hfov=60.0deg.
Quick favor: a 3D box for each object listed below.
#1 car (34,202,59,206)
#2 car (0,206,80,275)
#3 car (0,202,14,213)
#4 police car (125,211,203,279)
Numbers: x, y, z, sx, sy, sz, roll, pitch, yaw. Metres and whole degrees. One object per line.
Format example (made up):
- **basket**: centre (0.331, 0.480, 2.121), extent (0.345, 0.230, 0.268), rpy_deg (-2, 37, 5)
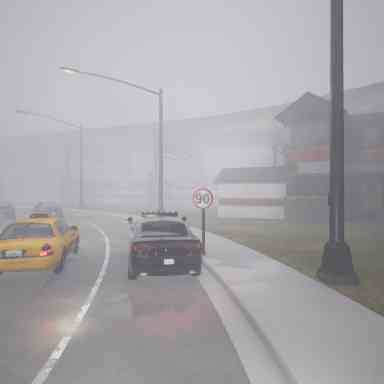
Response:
- **car**: centre (-12.137, 1.526, 27.883), extent (1.812, 1.442, 4.674), rpy_deg (0, 0, -34)
- **car**: centre (-4.720, 1.455, 10.451), extent (1.801, 1.575, 5.366), rpy_deg (0, 0, -11)
- **car**: centre (-14.951, 1.492, 25.819), extent (2.128, 1.511, 4.902), rpy_deg (0, 0, -34)
- **police car**: centre (-1.019, 1.425, 10.307), extent (1.930, 1.638, 5.238), rpy_deg (0, 0, -11)
